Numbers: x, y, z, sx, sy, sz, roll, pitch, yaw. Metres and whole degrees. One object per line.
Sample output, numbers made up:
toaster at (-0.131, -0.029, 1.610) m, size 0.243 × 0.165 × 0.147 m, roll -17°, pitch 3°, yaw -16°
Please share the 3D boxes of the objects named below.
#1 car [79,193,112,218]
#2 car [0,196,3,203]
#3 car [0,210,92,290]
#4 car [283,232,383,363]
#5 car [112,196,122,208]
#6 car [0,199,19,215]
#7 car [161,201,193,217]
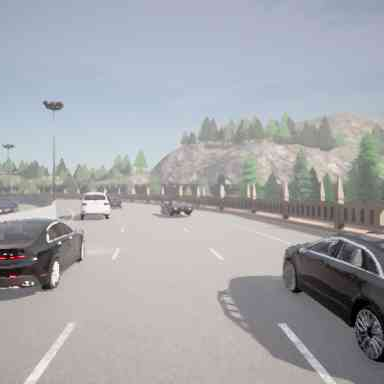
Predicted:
car at (-8.169, 1.089, 27.825) m, size 2.150 × 2.045 × 5.566 m, roll 0°, pitch 0°, yaw -18°
car at (-37.473, 1.418, 62.831) m, size 1.994 × 1.385 × 4.181 m, roll -1°, pitch 0°, yaw -43°
car at (-4.155, 1.454, 8.838) m, size 1.837 × 1.490 × 4.892 m, roll 0°, pitch 0°, yaw -6°
car at (3.136, 1.453, 5.838) m, size 2.128 × 1.511 × 4.902 m, roll 0°, pitch 0°, yaw -4°
car at (-10.268, 1.298, 42.360) m, size 2.128 × 1.511 × 4.902 m, roll 0°, pitch 0°, yaw -25°
car at (-15.801, 1.384, 27.919) m, size 2.128 × 1.511 × 4.902 m, roll 0°, pitch 0°, yaw -20°
car at (-1.479, 1.440, 29.815) m, size 1.895 × 1.301 × 4.718 m, roll 0°, pitch 0°, yaw -17°
